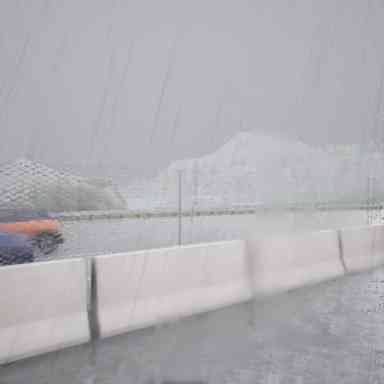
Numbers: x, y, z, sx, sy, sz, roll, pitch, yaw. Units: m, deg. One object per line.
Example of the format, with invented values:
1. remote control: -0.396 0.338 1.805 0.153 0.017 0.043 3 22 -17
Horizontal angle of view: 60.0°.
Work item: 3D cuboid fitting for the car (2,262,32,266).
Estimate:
1. car: -6.368 1.502 7.956 4.674 1.442 1.812 0 0 -35
